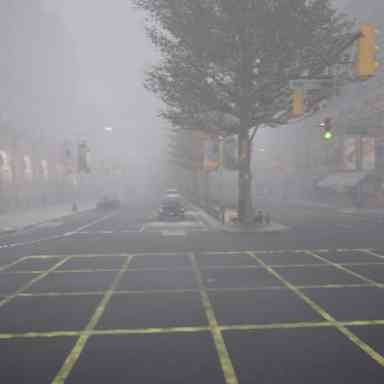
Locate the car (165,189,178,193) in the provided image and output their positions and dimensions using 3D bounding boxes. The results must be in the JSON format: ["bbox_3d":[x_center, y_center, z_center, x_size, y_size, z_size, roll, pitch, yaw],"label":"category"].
[{"bbox_3d":[-2.776,0.669,44.971,2.150,2.045,5.566,-1,1,-4],"label":"car"}]

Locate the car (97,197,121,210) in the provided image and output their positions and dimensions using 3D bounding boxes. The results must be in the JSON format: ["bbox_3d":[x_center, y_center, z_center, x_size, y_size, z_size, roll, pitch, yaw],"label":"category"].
[{"bbox_3d":[-8.941,1.207,35.888,1.895,1.301,4.718,-1,1,-4],"label":"car"}]

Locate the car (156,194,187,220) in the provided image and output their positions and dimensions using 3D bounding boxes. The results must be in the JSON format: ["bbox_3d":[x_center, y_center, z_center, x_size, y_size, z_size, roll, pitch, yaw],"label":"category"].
[{"bbox_3d":[-1.547,1.195,25.003,1.837,1.490,4.892,-1,1,-3],"label":"car"}]
